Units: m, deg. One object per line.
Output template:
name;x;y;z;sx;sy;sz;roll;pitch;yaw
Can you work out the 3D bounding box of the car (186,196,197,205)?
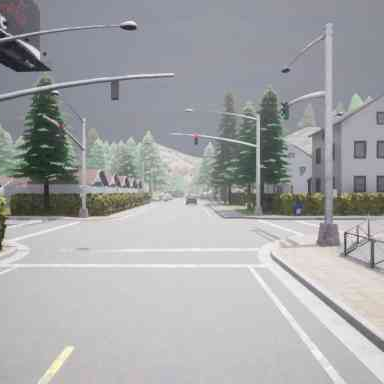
car;-0.086;1.505;59.225;1.837;1.490;4.892;0;0;0
